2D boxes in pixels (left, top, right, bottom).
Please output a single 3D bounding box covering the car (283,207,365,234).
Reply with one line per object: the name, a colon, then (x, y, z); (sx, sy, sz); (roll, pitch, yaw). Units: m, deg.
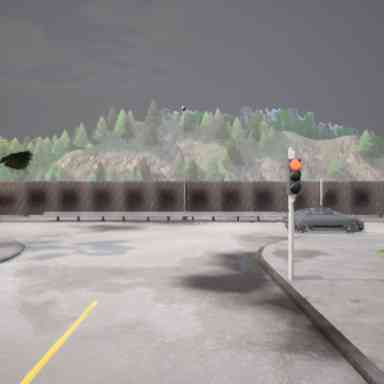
car: (7.337, 1.563, 18.715); (4.181, 1.385, 1.994); (0, 0, 0)
